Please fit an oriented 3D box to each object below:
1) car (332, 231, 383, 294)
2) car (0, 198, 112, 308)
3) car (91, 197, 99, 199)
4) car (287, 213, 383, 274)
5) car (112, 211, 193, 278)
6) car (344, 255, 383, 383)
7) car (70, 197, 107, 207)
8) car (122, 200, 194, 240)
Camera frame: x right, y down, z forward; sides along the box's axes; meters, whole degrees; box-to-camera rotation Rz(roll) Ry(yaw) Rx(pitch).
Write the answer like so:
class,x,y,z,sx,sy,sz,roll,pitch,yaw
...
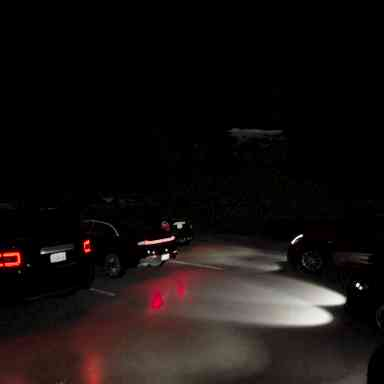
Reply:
class,x,y,z,sx,sy,sz,roll,pitch,yaw
car,4.607,1.564,4.996,4.181,1.385,1.994,0,0,36
car,-4.551,1.221,7.228,5.566,2.045,2.150,0,0,33
car,-14.193,1.400,44.655,2.128,1.511,4.902,0,0,44
car,4.981,1.352,9.040,4.553,1.767,2.097,0,0,36
car,-2.666,1.491,10.154,4.902,1.511,2.128,0,0,36
car,3.553,1.474,1.453,5.008,1.535,1.882,0,0,35
car,-15.115,1.494,48.756,4.718,1.301,1.895,0,0,-44
car,-2.206,1.351,14.123,4.553,1.767,2.097,0,0,35
